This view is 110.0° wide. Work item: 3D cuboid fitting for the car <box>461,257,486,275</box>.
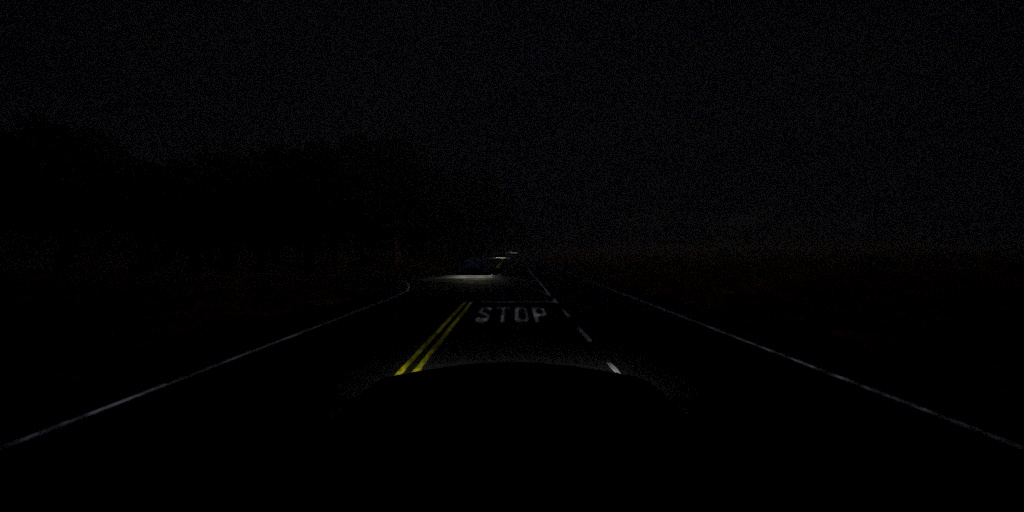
[{"bbox_3d":[-3.472,0.875,32.913,1.882,1.535,5.008,-1,2,0],"label":"car"}]
